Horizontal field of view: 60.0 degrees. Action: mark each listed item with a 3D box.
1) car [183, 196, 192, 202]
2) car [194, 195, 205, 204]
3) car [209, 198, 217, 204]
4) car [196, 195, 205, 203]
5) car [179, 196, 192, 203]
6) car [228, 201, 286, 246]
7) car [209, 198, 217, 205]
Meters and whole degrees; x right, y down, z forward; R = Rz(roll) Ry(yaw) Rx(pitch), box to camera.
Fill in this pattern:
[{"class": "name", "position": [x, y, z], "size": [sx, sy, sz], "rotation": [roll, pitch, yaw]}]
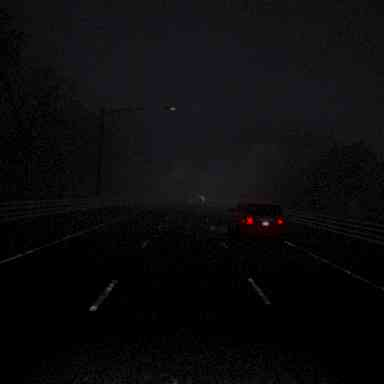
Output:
[{"class": "car", "position": [-1.170, 1.964, 92.434], "size": [1.837, 1.490, 4.892], "rotation": [3, 0, 5]}, {"class": "car", "position": [1.592, 1.967, 82.664], "size": [2.097, 1.767, 4.553], "rotation": [3, 0, 4]}, {"class": "car", "position": [5.862, 2.389, 92.695], "size": [1.837, 1.490, 4.892], "rotation": [3, 0, 5]}, {"class": "car", "position": [2.364, 1.902, 92.597], "size": [2.150, 2.045, 5.566], "rotation": [3, 0, 5]}, {"class": "car", "position": [-1.959, 1.936, 82.080], "size": [2.128, 1.511, 4.902], "rotation": [3, 0, 4]}, {"class": "car", "position": [3.231, 1.500, 17.400], "size": [2.150, 2.045, 5.566], "rotation": [3, 0, -1]}, {"class": "car", "position": [5.074, 2.301, 82.474], "size": [1.837, 1.490, 4.892], "rotation": [3, 0, 4]}]
